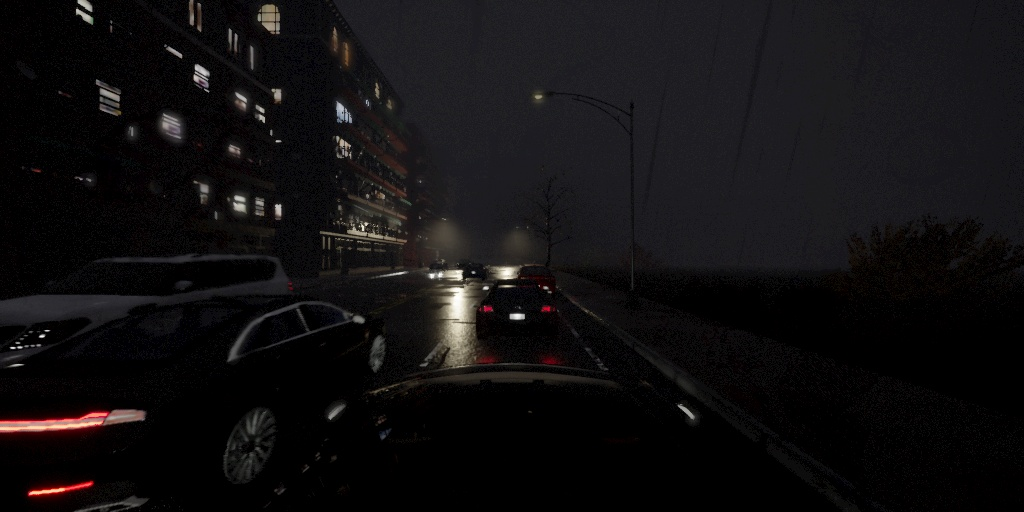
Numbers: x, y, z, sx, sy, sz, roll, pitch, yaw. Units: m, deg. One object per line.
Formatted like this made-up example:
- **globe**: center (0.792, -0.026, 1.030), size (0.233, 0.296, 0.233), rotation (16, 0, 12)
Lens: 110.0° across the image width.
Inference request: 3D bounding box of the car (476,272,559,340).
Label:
- **car**: center (0.114, 1.315, 9.976), size (1.994, 1.385, 4.181), rotation (0, 0, 0)

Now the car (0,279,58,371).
- **car**: center (-9.846, 1.228, 4.527), size (1.882, 1.535, 5.008), rotation (0, 0, 0)

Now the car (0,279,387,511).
- **car**: center (-3.147, 1.242, 4.507), size (2.128, 1.511, 4.902), rotation (0, 0, 0)

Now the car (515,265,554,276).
- **car**: center (1.163, 1.230, 18.896), size (1.882, 1.535, 5.008), rotation (0, 0, 0)

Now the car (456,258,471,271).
- **car**: center (-6.521, 1.103, 50.149), size (2.097, 1.767, 4.553), rotation (0, 0, 0)

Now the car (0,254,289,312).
- **car**: center (-6.593, 0.972, 6.814), size (2.150, 2.045, 5.566), rotation (0, 0, 0)

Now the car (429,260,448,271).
- **car**: center (-9.776, 1.242, 48.111), size (2.128, 1.511, 4.902), rotation (0, 0, 0)

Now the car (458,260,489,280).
- **car**: center (-3.107, 1.315, 30.927), size (1.994, 1.385, 4.181), rotation (0, 0, 0)
